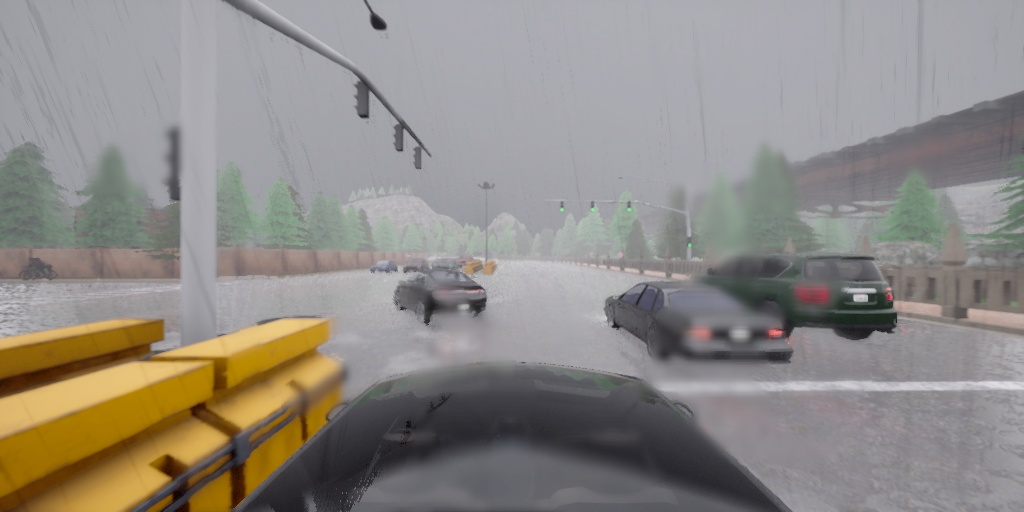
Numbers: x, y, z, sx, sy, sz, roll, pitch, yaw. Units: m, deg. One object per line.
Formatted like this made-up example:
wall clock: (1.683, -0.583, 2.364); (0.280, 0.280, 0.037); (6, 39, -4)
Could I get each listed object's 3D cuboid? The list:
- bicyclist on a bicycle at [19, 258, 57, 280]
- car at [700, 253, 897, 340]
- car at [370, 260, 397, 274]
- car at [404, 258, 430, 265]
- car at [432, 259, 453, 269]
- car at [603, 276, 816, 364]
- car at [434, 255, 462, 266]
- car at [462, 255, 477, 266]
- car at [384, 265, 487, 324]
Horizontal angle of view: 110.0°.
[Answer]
bicyclist on a bicycle: (-35.452, 0.987, 26.957); (1.656, 1.620, 0.582); (0, 0, -30)
car: (7.099, 0.950, 9.991); (2.150, 2.045, 5.566); (0, 0, 0)
car: (-14.083, 1.180, 39.718); (1.812, 1.442, 4.674); (0, 0, 0)
car: (-10.582, 1.009, 39.928); (2.097, 1.767, 4.553); (0, 0, 0)
car: (-10.548, 1.163, 54.609); (2.033, 1.411, 5.357); (0, 0, 1)
car: (3.598, 1.281, 8.173); (2.033, 1.411, 5.357); (0, 0, 0)
car: (-7.084, 1.008, 39.022); (2.097, 1.767, 4.553); (0, 0, 0)
car: (-7.050, 0.839, 54.437); (2.150, 2.045, 5.566); (0, 0, 0)
car: (-2.550, 1.215, 11.977); (2.128, 1.511, 4.902); (0, 0, -31)
